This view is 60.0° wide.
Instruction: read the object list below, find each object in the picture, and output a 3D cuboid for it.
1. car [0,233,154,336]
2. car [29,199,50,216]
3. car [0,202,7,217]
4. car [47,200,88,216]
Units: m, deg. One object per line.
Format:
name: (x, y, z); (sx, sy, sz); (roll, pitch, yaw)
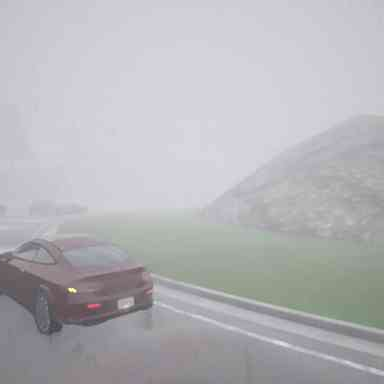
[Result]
car: (-2.669, 1.592, 6.863); (4.674, 1.442, 1.812); (0, -1, 45)
car: (-16.440, 1.698, 37.721); (2.097, 1.767, 4.553); (0, -1, 4)
car: (-20.230, 1.497, 32.251); (2.150, 2.045, 5.566); (0, -1, -2)
car: (-13.230, 1.891, 36.440); (2.033, 1.411, 5.357); (0, -1, 5)
